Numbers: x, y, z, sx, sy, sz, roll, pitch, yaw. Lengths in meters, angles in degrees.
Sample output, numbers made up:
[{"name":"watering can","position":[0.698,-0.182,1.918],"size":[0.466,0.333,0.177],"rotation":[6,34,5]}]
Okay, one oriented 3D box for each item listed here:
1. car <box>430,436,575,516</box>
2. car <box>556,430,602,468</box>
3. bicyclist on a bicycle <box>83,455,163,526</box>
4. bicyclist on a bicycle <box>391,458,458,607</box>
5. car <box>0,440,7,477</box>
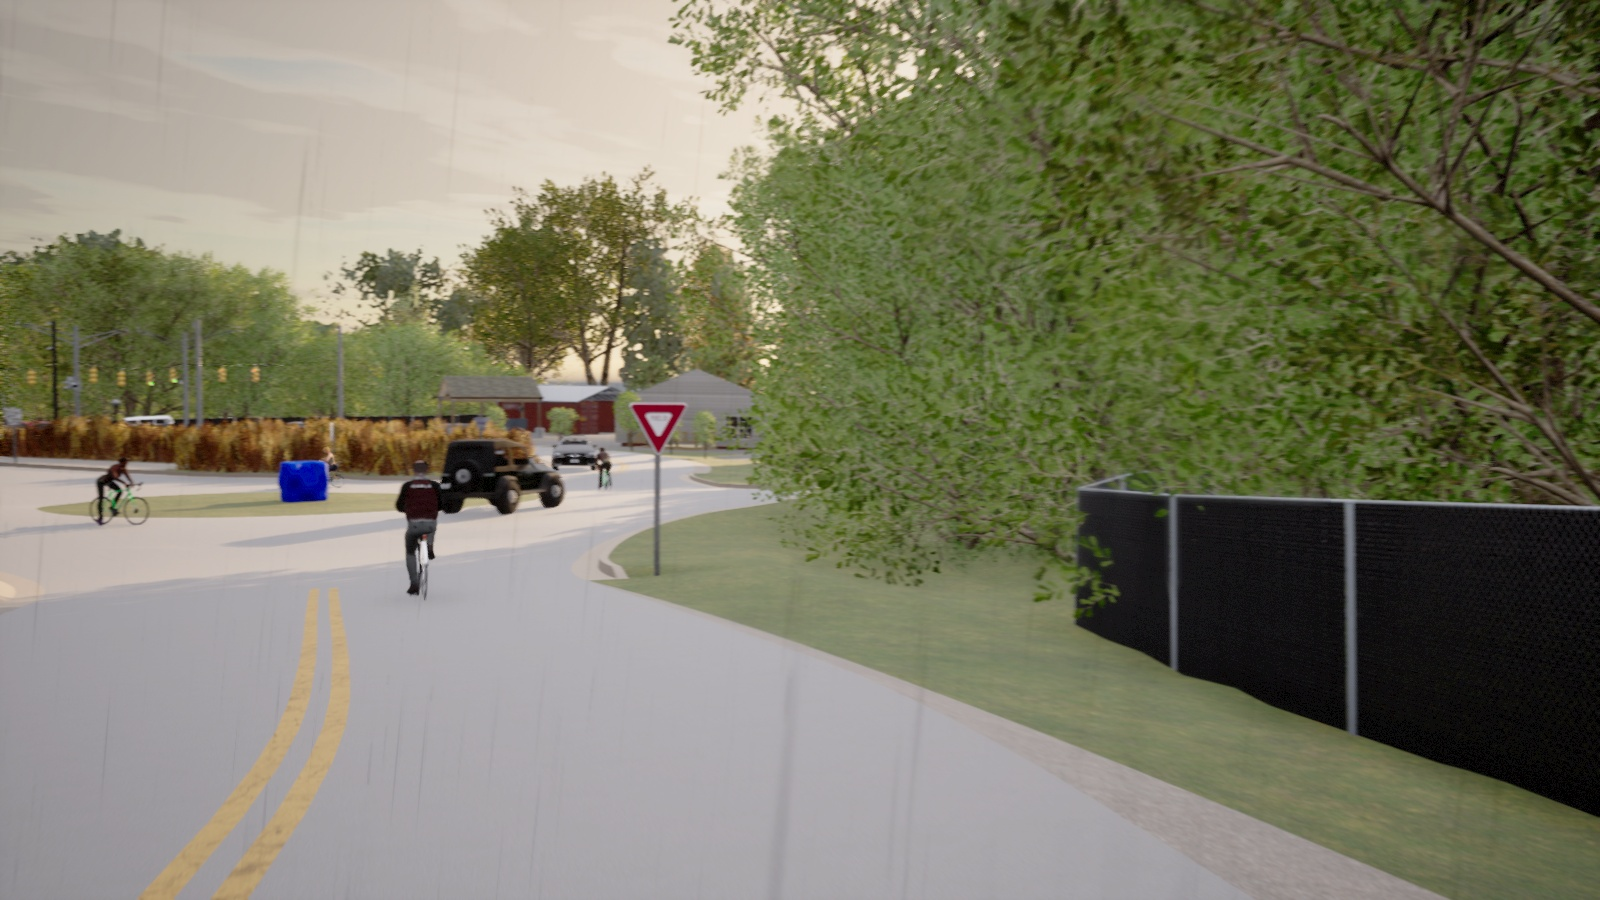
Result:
[{"name":"car","position":[-7.585,0.615,32.448],"size":[1.905,1.878,3.866],"rotation":[0,1,17]},{"name":"car","position":[-10.822,-0.069,61.600],"size":[2.152,1.651,5.027],"rotation":[0,2,-10]},{"name":"bicyclist on a bicycle","position":[-16.027,0.938,29.740],"size":[1.656,1.620,0.582],"rotation":[0,2,13]},{"name":"bicyclist on a bicycle","position":[-4.809,1.010,16.026],"size":[0.659,1.776,1.843],"rotation":[-1,-1,-21]},{"name":"car","position":[-35.056,0.346,51.470],"size":[4.792,1.488,2.163],"rotation":[1,4,28]}]
